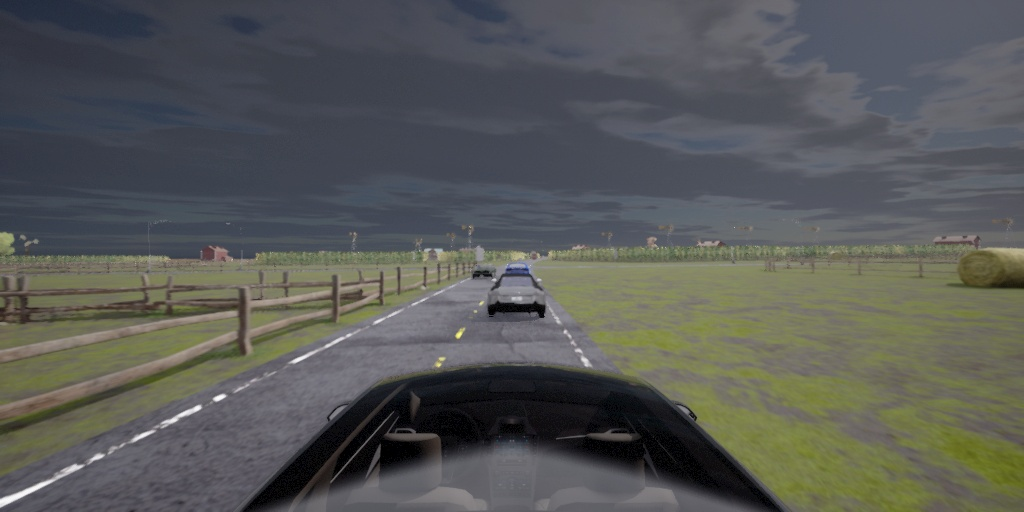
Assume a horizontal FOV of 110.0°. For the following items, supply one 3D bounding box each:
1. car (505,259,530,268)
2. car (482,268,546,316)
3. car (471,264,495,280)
[{"bbox_3d":[0.448,1.219,28.834,1.882,1.535,5.008,0,0,1],"label":"car"},{"bbox_3d":[0.173,1.311,13.281,1.994,1.385,4.181,0,0,1],"label":"car"},{"bbox_3d":[-2.416,1.340,31.743,1.895,1.301,4.718,0,0,2],"label":"car"}]
